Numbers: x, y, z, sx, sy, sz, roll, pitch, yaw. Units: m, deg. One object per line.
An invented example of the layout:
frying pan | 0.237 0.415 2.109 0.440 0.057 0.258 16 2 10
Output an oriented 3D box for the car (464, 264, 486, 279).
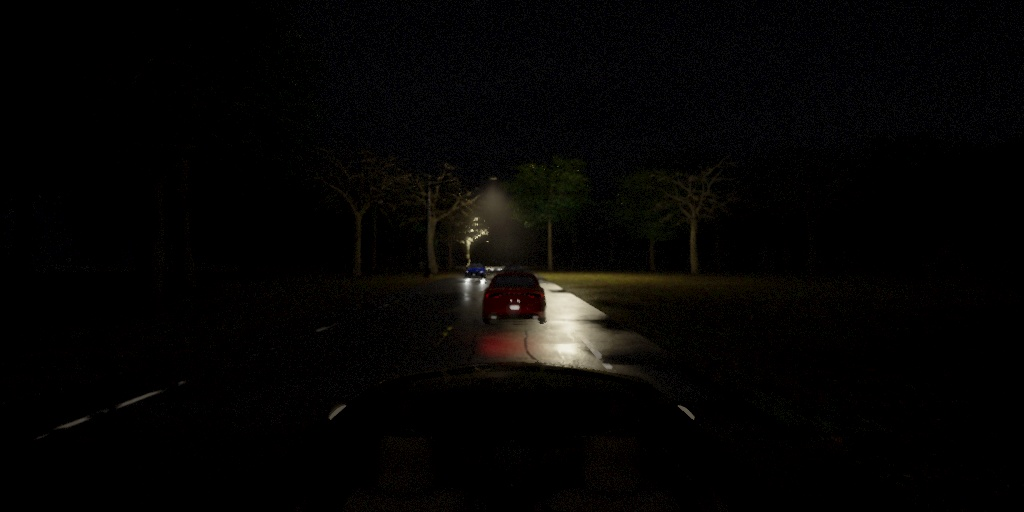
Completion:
car | -3.581 1.491 36.196 1.812 1.442 4.674 0 0 0

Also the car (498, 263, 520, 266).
car | 0.116 1.476 31.412 2.033 1.411 5.357 0 0 0

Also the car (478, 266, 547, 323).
car | 0.088 1.273 12.375 1.882 1.535 5.008 0 0 0
